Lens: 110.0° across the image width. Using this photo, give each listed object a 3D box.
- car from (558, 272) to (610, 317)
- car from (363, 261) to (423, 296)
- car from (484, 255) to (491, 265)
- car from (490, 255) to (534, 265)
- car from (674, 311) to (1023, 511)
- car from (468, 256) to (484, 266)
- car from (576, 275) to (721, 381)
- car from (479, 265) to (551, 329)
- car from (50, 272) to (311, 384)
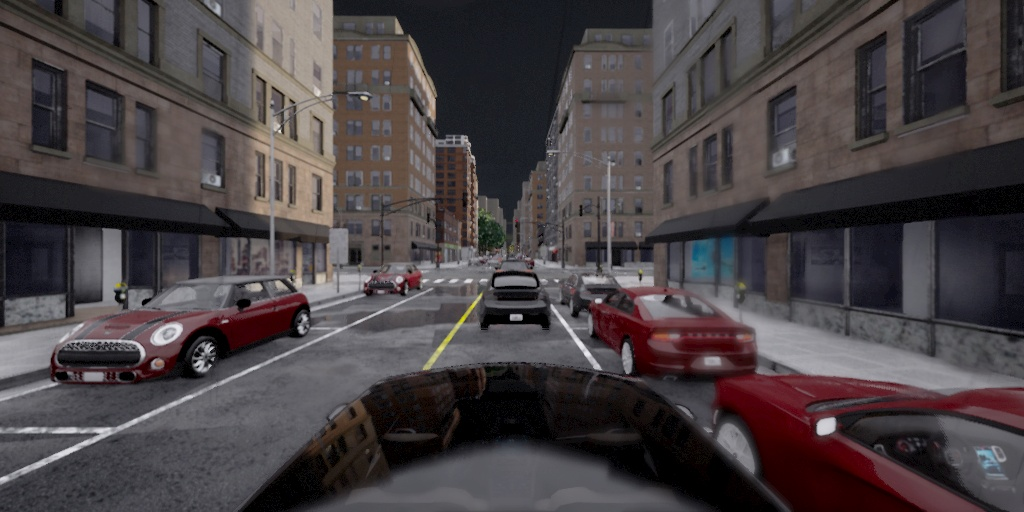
[{"bbox_3d":[2.675,1.215,12.503,2.007,1.370,4.403,0,0,0],"label":"car"},{"bbox_3d":[-5.848,1.062,17.996,1.967,1.591,4.097,0,0,0],"label":"car"},{"bbox_3d":[-3.198,0.918,61.109,1.895,1.301,4.718,0,0,0],"label":"car"},{"bbox_3d":[0.106,0.963,19.332,2.097,1.767,4.553,0,0,0],"label":"car"},{"bbox_3d":[2.670,1.296,1.521,1.888,1.381,4.507,0,0,0],"label":"car"},{"bbox_3d":[-5.958,0.897,56.356,2.007,1.370,4.403,0,0,-1],"label":"car"},{"bbox_3d":[2.672,1.253,7.012,1.888,1.381,4.507,0,0,0],"label":"car"},{"bbox_3d":[0.063,1.182,10.895,1.837,1.490,4.892,0,1,-1],"label":"car"},{"bbox_3d":[-5.854,1.147,7.010,1.967,1.591,4.097,0,0,0],"label":"car"}]
